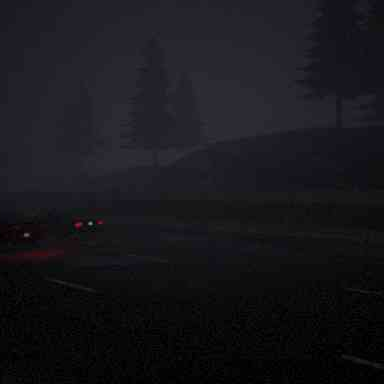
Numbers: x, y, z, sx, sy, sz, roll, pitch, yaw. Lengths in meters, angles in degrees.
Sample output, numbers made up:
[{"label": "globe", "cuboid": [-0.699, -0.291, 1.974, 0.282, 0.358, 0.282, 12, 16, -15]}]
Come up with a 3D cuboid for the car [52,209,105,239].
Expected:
[{"label": "car", "cuboid": [-6.935, 1.582, 17.513, 5.357, 1.411, 2.033, 0, 0, 36]}]

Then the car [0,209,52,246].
[{"label": "car", "cuboid": [-8.378, 1.511, 14.239, 5.008, 1.535, 1.882, 0, 0, 36]}]
